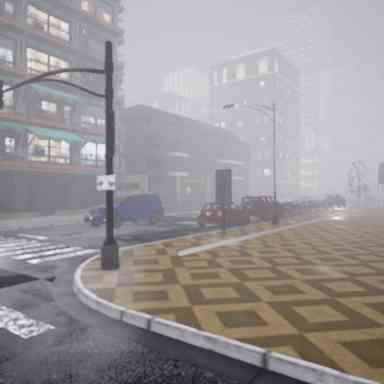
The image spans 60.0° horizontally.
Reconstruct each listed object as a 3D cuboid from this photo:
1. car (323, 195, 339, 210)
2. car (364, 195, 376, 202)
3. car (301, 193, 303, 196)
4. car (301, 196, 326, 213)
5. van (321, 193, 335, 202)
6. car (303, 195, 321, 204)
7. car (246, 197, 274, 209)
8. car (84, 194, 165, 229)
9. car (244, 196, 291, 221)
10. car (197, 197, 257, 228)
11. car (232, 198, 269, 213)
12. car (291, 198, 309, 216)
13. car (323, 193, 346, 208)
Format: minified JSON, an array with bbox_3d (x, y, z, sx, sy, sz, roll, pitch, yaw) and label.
[{"bbox_3d":[15.381,1.382,39.029,2.008,1.369,4.403,-1,0,36],"label":"car"},{"bbox_3d":[35.287,1.302,66.046,1.887,1.381,4.507,-1,0,36],"label":"car"},{"bbox_3d":[15.910,1.057,48.715,2.033,1.411,5.357,-1,0,36],"label":"car"},{"bbox_3d":[12.063,1.388,34.526,1.887,1.381,4.507,-1,0,36],"label":"car"},{"bbox_3d":[28.942,1.171,70.720,1.690,1.788,3.998,-1,0,36],"label":"van"},{"bbox_3d":[22.207,1.381,61.577,1.752,1.417,4.829,-1,0,36],"label":"car"},{"bbox_3d":[8.936,1.430,43.566,1.752,1.417,4.829,-1,0,36],"label":"car"},{"bbox_3d":[-4.184,1.155,21.570,2.150,2.045,5.566,-1,0,38],"label":"car"},{"bbox_3d":[5.426,1.181,25.521,2.192,1.841,5.009,-1,0,36],"label":"car"},{"bbox_3d":[2.109,1.318,21.018,1.967,1.590,4.097,-1,0,36],"label":"car"},{"bbox_3d":[6.401,1.402,35.961,1.837,1.490,4.892,-1,0,36],"label":"car"},{"bbox_3d":[8.746,1.437,30.023,1.802,1.307,4.206,-1,0,36],"label":"car"},{"bbox_3d":[18.697,1.134,43.532,2.192,1.841,5.009,-1,0,36],"label":"car"}]
